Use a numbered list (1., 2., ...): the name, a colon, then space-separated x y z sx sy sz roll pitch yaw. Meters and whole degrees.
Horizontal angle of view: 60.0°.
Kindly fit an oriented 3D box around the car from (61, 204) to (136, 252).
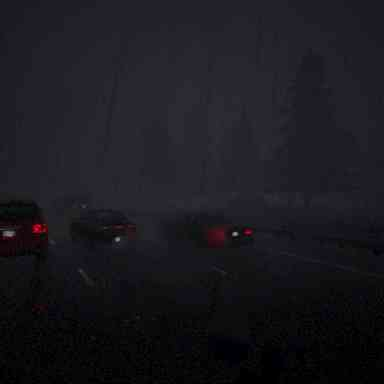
1. car: -3.938 1.514 14.214 2.128 1.511 4.902 0 0 -31

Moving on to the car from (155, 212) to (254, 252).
1. car: 0.274 1.551 13.985 2.033 1.411 5.357 0 0 -30

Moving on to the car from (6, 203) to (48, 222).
1. car: -13.852 1.672 27.797 1.895 1.301 4.718 0 0 -42

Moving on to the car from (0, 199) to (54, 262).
1. car: -6.472 1.255 11.661 2.150 2.045 5.566 0 0 -30

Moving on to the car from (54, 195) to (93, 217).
1. car: -10.760 1.282 29.600 2.150 2.045 5.566 0 0 -42
